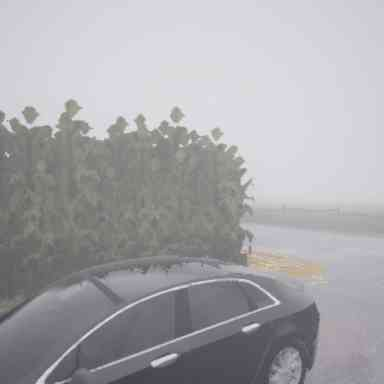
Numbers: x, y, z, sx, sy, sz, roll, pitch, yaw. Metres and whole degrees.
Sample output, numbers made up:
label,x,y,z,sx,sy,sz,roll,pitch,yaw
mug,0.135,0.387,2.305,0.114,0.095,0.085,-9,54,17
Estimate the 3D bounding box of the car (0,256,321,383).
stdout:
label,x,y,z,sx,sy,sz,roll,pitch,yaw
car,-0.677,1.544,3.385,4.892,1.490,1.837,-1,0,-36
